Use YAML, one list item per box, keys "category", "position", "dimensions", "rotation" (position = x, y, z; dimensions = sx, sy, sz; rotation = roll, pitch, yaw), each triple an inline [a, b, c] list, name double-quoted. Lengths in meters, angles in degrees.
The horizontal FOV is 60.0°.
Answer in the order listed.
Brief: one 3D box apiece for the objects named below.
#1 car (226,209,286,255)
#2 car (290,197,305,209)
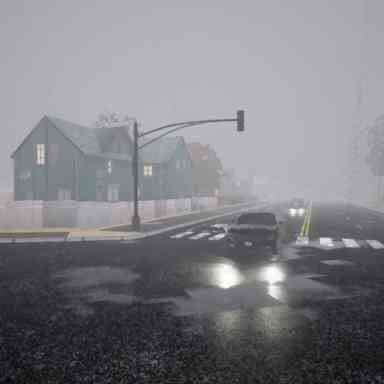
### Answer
- category: "car"
  position: [2.765, 1.492, 13.672]
  dimensions: [1.882, 1.535, 5.008]
  rotation: [0, 0, 20]
- category: "car"
  position: [14.752, 1.516, 46.509]
  dimensions: [2.128, 1.511, 4.902]
  rotation: [0, 0, 20]
